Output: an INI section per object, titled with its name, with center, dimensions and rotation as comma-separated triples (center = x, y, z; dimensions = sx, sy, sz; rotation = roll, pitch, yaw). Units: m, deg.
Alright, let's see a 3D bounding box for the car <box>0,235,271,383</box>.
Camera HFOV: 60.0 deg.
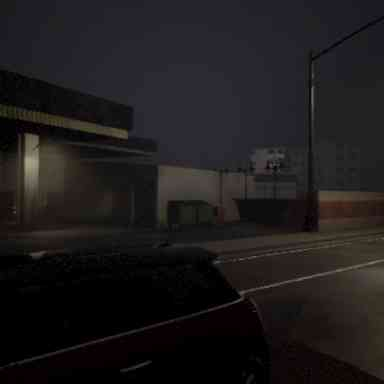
[car]
center = -1.434, 1.357, 2.968
dimensions = 4.553, 1.767, 2.097
rotation = 1, 0, -36
